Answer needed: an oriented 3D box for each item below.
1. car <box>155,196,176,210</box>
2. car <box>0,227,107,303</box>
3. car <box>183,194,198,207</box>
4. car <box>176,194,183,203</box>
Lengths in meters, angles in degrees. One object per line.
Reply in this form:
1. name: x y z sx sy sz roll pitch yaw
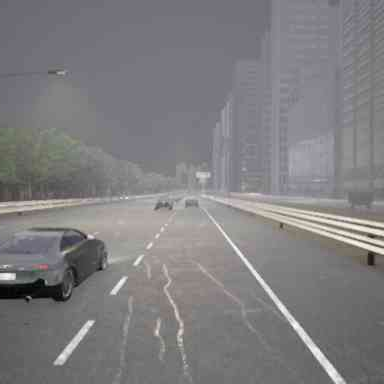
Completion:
1. car: -3.595 1.397 43.932 2.097 1.767 4.553 0 0 0
2. car: -3.504 1.566 8.295 1.994 1.385 4.181 0 0 0
3. car: -0.034 1.552 52.411 2.128 1.511 4.902 0 0 0
4. car: -3.772 1.639 74.012 2.128 1.511 4.902 0 0 0
